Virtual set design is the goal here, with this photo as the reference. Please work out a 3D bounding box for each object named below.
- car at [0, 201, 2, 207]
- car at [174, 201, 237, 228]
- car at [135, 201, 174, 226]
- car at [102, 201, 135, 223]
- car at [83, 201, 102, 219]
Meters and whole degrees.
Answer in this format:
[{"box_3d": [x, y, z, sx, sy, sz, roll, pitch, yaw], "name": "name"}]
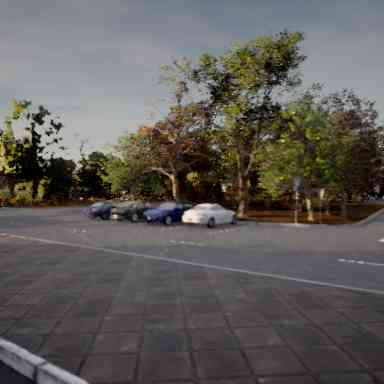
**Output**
[{"box_3d": [-26.444, 1.263, 41.498, 2.185, 1.767, 4.553, 0, 0, 35], "name": "car"}, {"box_3d": [1.220, 1.480, 21.674, 2.002, 1.452, 4.674, 0, 0, 36], "name": "car"}, {"box_3d": [-1.336, 1.435, 23.512, 2.097, 1.535, 5.008, 0, 0, 36], "name": "car"}, {"box_3d": [-4.005, 1.431, 25.407, 2.231, 1.521, 4.892, 0, 0, 36], "name": "car"}, {"box_3d": [-6.669, 1.465, 27.315, 2.002, 1.452, 4.674, 0, 0, 36], "name": "car"}]
